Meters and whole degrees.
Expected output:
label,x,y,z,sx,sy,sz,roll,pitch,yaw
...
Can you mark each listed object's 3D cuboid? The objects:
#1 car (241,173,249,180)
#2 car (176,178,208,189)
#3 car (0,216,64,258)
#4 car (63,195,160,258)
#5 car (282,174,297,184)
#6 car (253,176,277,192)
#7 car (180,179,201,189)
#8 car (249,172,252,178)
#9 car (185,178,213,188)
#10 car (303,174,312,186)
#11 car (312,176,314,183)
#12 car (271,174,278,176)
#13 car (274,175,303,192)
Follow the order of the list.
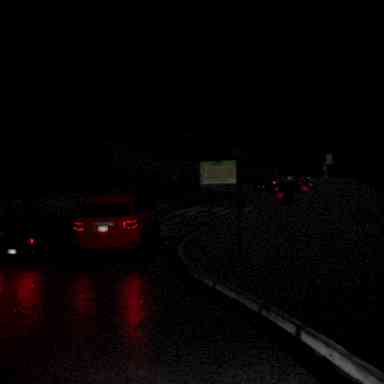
label,x,y,z,sx,sy,sz,roll,pitch,yaw
car,10.405,-3.461,79.207,5.008,1.535,2.097,-2,3,1
car,0.057,-1.395,54.804,4.892,1.521,2.231,-3,4,6
car,-5.605,1.541,12.621,1.895,1.301,4.718,-1,1,0
car,-2.651,1.127,12.656,2.150,2.045,5.566,-2,2,0
car,17.783,-2.369,60.267,2.033,1.411,5.357,0,4,23
car,9.187,-0.794,41.948,2.033,1.411,5.357,0,4,27
car,-1.255,-1.128,52.157,4.792,1.488,2.163,-3,4,6
car,11.460,-3.680,81.966,5.008,1.535,2.097,-2,3,1
car,1.301,-1.592,57.481,4.674,1.452,2.002,-3,3,5
car,16.425,-1.691,49.975,1.882,1.535,5.008,0,4,25
car,20.366,-2.407,58.679,2.128,1.511,4.902,0,4,23
car,13.708,-1.554,51.244,1.895,1.301,4.718,0,4,25
car,11.856,-0.876,40.582,1.882,1.535,5.008,0,4,27
